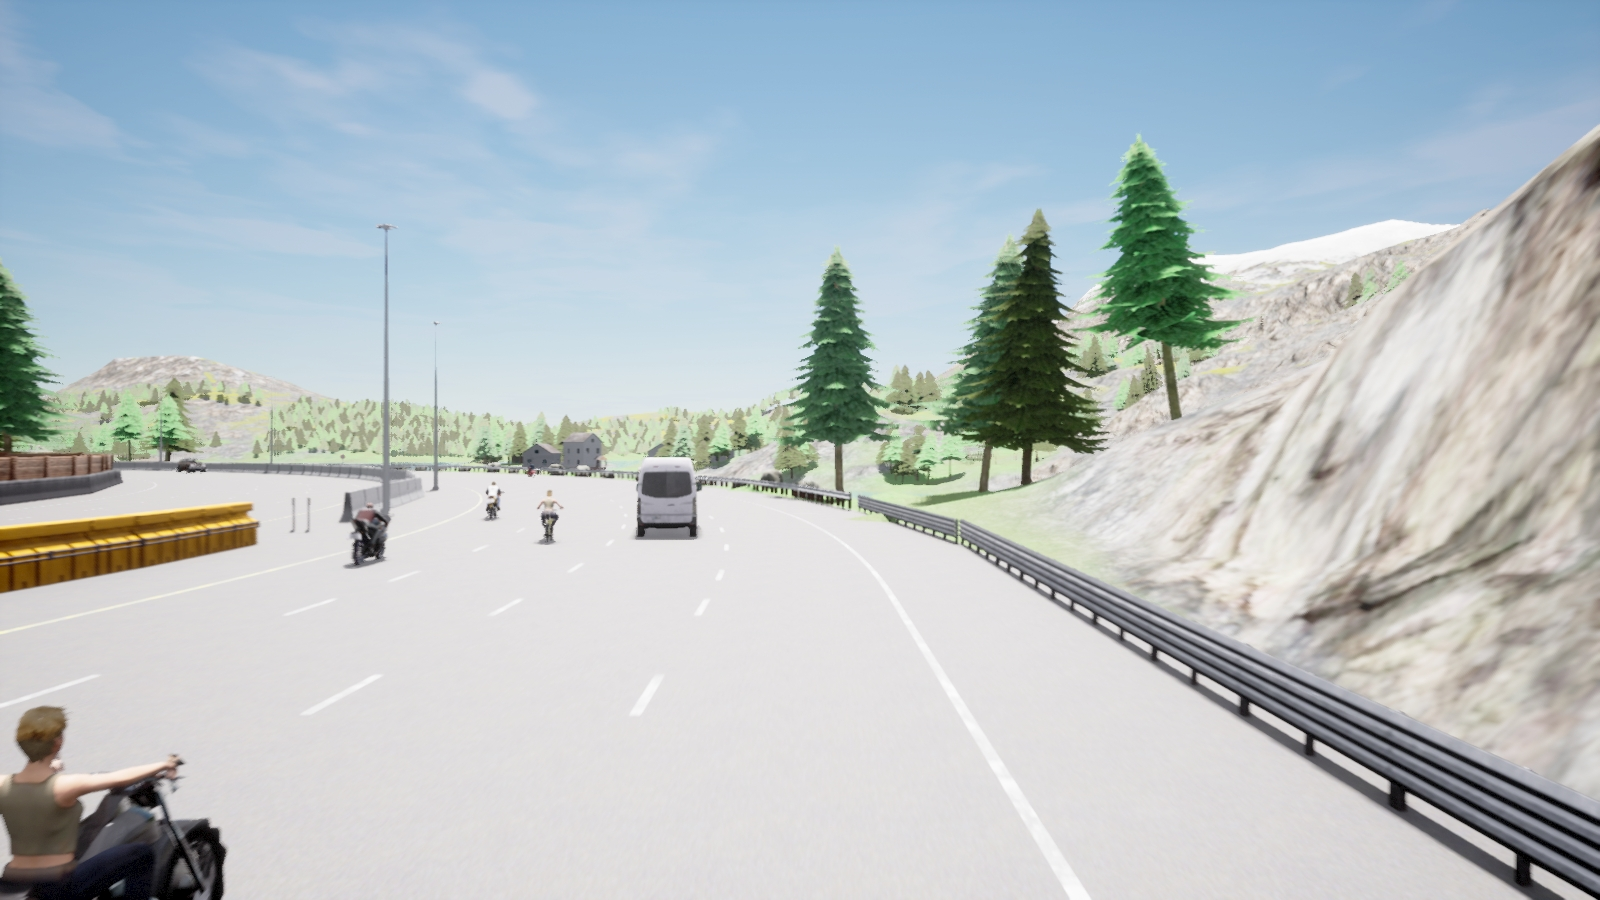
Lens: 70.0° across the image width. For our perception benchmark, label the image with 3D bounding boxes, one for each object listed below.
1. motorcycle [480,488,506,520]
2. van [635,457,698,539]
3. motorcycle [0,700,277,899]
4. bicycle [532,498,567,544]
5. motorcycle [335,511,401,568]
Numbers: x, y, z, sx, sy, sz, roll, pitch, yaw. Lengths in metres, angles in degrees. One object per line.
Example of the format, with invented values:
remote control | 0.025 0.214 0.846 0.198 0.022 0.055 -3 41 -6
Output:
motorcycle | -12.505 2.176 46.659 0.803 1.217 2.033 0 0 -9
van | -4.518 1.534 39.237 1.988 2.561 5.915 0 0 -5
motorcycle | -3.501 2.145 5.628 0.764 1.325 2.356 0 0 0
bicycle | -7.628 2.148 34.852 0.859 1.295 1.487 0 0 -5
motorcycle | -10.733 2.205 28.485 0.867 1.251 2.209 0 0 -2
